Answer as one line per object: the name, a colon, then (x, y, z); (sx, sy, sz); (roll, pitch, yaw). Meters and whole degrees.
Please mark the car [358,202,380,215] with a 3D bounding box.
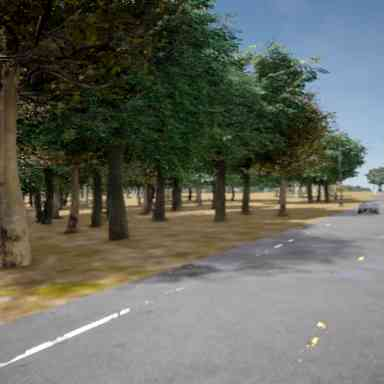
car: (19.698, 1.783, 37.033); (1.994, 1.385, 4.181); (-1, -1, 32)
